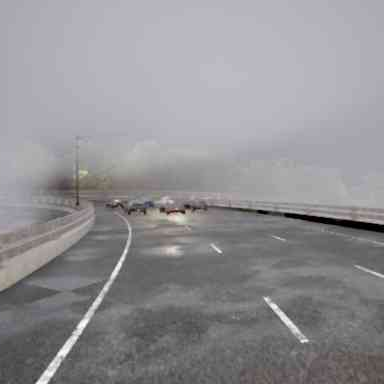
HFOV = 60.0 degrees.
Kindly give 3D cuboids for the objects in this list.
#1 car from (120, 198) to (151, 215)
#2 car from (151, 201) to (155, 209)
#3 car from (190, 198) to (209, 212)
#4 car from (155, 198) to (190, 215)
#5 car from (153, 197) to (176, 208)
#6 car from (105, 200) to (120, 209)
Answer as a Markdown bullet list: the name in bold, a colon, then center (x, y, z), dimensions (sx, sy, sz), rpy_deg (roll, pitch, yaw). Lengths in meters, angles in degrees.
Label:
- **car**: center (-5.932, 1.557, 34.601), dimensions (1.837, 1.490, 4.892), rpy_deg (-1, 0, -19)
- **car**: center (-6.906, 1.536, 46.301), dimensions (1.882, 1.535, 5.008), rpy_deg (-1, 0, -25)
- **car**: center (0.249, 1.471, 38.192), dimensions (2.128, 1.511, 4.902), rpy_deg (-1, 0, -22)
- **car**: center (-2.103, 1.572, 34.144), dimensions (1.994, 1.385, 4.181), rpy_deg (-1, 0, -19)
- **car**: center (-4.067, 1.550, 48.491), dimensions (1.812, 1.442, 4.674), rpy_deg (-1, 0, -27)
- **car**: center (-10.627, 1.702, 45.957), dimensions (1.895, 1.301, 4.718), rpy_deg (-1, 0, -27)
